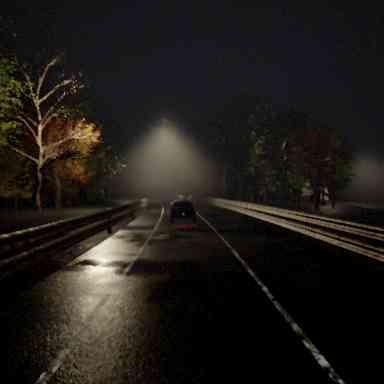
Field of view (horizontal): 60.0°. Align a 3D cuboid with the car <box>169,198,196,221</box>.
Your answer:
[{"bbox_3d":[-0.735,1.425,26.408,1.882,1.535,5.008,0,0,-3],"label":"car"}]

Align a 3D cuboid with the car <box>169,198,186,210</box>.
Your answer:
[{"bbox_3d":[-1.895,1.501,42.638,1.994,1.385,4.181,0,0,-5],"label":"car"}]
